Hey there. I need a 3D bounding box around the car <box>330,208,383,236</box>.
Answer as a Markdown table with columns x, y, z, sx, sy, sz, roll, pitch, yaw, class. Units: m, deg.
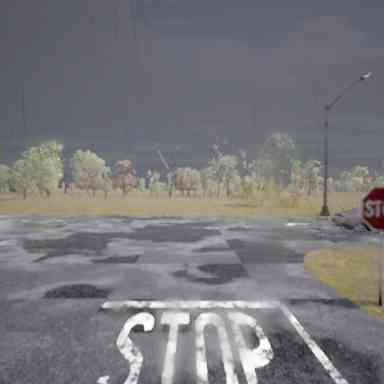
| x | y | z | sx | sy | sz | roll | pitch | yaw | class |
| --- | --- | --- | --- | --- | --- | --- | --- | --- | --- |
| 10.316 | 1.624 | 18.491 | 4.902 | 1.511 | 2.128 | 1 | 1 | 0 | car |
